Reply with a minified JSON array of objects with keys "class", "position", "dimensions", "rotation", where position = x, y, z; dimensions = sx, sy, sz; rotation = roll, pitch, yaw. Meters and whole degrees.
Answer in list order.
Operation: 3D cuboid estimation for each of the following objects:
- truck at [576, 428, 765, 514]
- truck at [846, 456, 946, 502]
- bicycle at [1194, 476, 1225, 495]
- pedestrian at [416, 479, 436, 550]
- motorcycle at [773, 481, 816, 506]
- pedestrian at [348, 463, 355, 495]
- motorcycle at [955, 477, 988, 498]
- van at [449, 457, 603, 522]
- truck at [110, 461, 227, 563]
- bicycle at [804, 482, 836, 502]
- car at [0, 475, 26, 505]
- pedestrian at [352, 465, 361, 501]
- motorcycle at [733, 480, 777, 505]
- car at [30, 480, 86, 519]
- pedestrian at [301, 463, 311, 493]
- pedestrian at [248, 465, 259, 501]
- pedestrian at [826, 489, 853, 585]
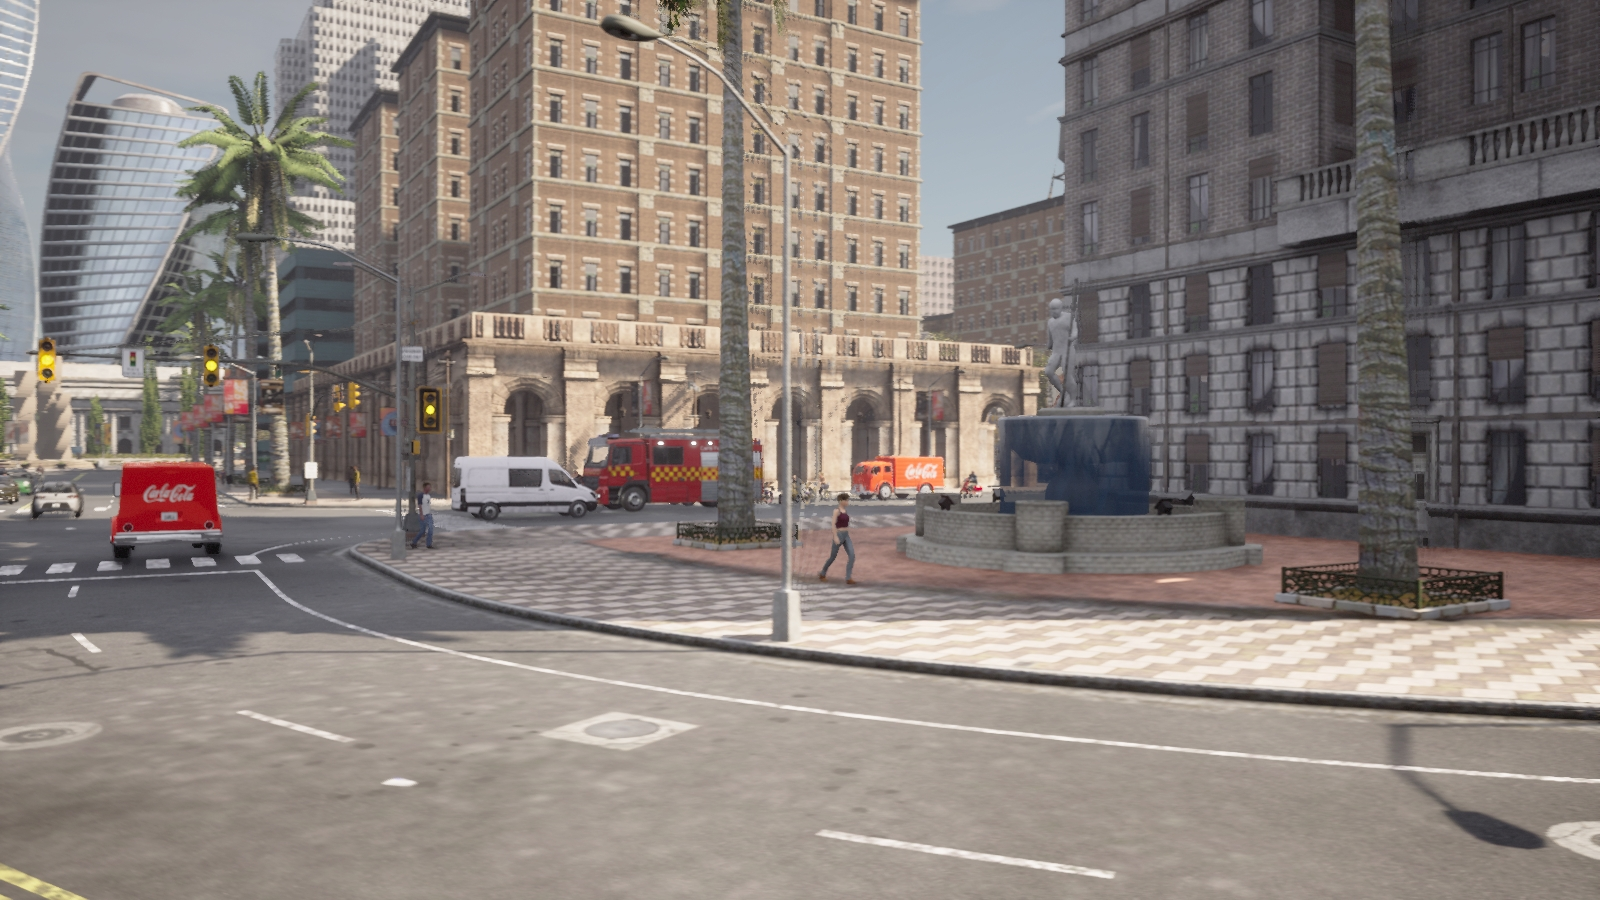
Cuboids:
[{"class":"truck","position":[-6.098,0.925,54.357],"dimensions":[8.468,3.827,2.891],"rotation":[0,0,-30]},{"class":"truck","position":[5.512,1.613,65.538],"dimensions":[5.204,2.467,2.627],"rotation":[0,0,-30]},{"class":"bicycle","position":[26.387,2.290,73.577],"dimensions":[1.835,1.171,0.329],"rotation":[0,-7,2]},{"class":"pedestrian","position":[-10.018,1.714,30.597],"dimensions":[0.375,1.860,0.375],"rotation":[0,0,20]},{"class":"motorcycle","position":[-0.253,2.245,59.282],"dimensions":[2.209,1.251,0.867],"rotation":[0,0,-42]},{"class":"pedestrian","position":[-26.787,1.735,68.212],"dimensions":[0.375,1.860,0.375],"rotation":[0,0,-29]},{"class":"motorcycle","position":[10.266,2.230,68.366],"dimensions":[1.805,1.236,0.856],"rotation":[0,0,-31]},{"class":"van","position":[-11.379,1.563,47.621],"dimensions":[5.915,2.561,1.988],"rotation":[0,0,-28]},{"class":"truck","position":[-17.515,1.589,31.565],"dimensions":[2.627,2.467,5.204],"rotation":[0,0,-31]},{"class":"bicycle","position":[1.098,2.298,62.940],"dimensions":[1.487,1.080,0.859],"rotation":[0,0,-30]},{"class":"car","position":[-42.440,2.091,60.320],"dimensions":[2.231,1.480,4.892],"rotation":[0,0,-30]},{"class":"pedestrian","position":[-23.018,1.730,59.334],"dimensions":[0.375,1.860,0.375],"rotation":[0,0,-35]},{"class":"motorcycle","position":[-2.389,2.245,60.885],"dimensions":[2.209,1.251,0.867],"rotation":[0,0,-30]},{"class":"car","position":[-31.821,2.090,49.061],"dimensions":[1.816,1.474,4.193],"rotation":[0,0,-30]},{"class":"pedestrian","position":[-30.424,1.736,70.363],"dimensions":[0.375,1.860,0.375],"rotation":[0,0,30]},{"class":"pedestrian","position":[-28.505,1.729,59.579],"dimensions":[0.375,1.860,0.375],"rotation":[0,0,1]},{"class":"pedestrian","position":[0.775,1.712,22.566],"dimensions":[0.375,1.860,0.375],"rotation":[0,0,42]}]
